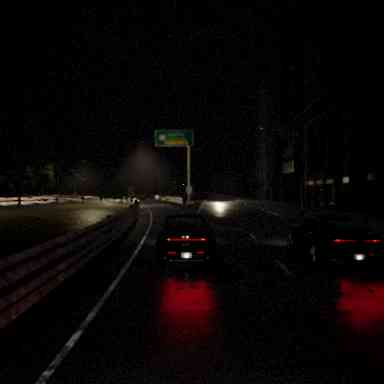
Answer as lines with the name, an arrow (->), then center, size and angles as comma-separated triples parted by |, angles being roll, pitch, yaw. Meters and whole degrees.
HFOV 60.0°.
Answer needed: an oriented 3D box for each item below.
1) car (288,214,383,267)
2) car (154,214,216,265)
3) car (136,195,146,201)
car -> 4.670, 1.517, 11.438 | 1.837, 1.490, 4.892 | 0, 0, 3
car -> -0.258, 1.518, 11.656 | 1.837, 1.490, 4.892 | 0, 0, -3
car -> -11.646, 1.351, 76.139 | 1.882, 1.535, 5.008 | 0, 0, -12
